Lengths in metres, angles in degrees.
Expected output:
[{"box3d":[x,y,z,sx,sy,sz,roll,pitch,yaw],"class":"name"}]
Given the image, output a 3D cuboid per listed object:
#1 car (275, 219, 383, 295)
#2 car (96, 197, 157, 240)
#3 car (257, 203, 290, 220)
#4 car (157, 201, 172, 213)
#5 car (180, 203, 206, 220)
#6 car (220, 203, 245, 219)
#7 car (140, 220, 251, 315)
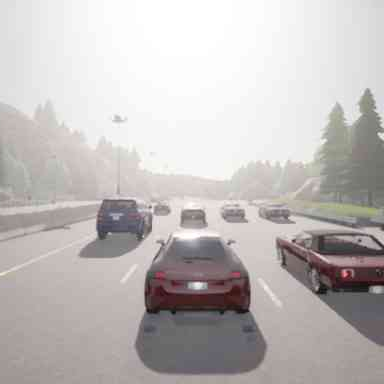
[{"box3d":[3.599,1.619,8.694,1.895,1.301,4.718,0,0,0],"class":"car"},{"box3d":[-3.403,1.279,17.611,2.150,2.045,5.566,0,0,0],"class":"car"},{"box3d":[7.094,1.653,29.230,2.033,1.411,5.357,0,0,0],"class":"car"},{"box3d":[-3.409,1.697,38.915,2.033,1.411,5.357,0,0,0],"class":"car"},{"box3d":[0.095,1.585,26.050,2.128,1.511,4.902,0,0,0],"class":"car"},{"box3d":[3.595,1.657,29.977,2.033,1.411,5.357,0,0,0],"class":"car"},{"box3d":[0.099,1.579,7.689,1.994,1.385,4.181,0,0,0],"class":"car"}]
